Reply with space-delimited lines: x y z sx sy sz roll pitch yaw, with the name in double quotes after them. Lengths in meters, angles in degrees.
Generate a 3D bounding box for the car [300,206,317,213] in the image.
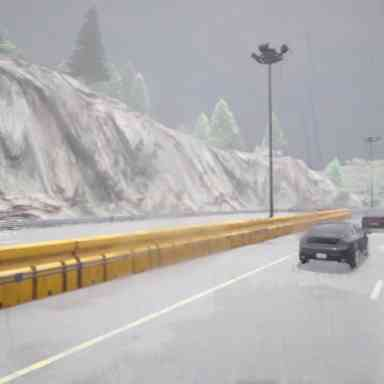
22.667 3.283 62.288 4.674 1.442 1.812 1 -2 -43 "car"

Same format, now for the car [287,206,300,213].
20.270 3.405 64.849 4.181 1.385 1.994 1 -2 -43 "car"

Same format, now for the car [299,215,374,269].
5.582 1.869 12.816 1.837 1.490 4.892 -2 -2 35 "car"

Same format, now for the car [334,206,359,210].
26.798 3.108 56.559 5.357 1.411 2.033 1 -2 -43 "car"

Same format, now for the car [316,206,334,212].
24.603 3.257 59.304 4.718 1.301 1.895 1 -2 -43 "car"

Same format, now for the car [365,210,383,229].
14.680 2.190 26.166 1.882 1.535 5.008 -2 -2 35 "car"
